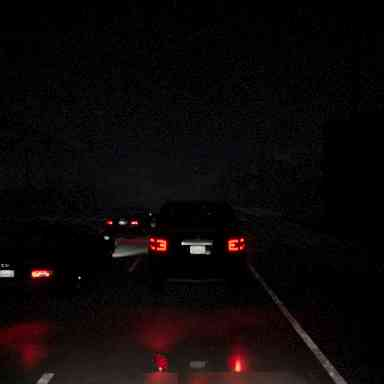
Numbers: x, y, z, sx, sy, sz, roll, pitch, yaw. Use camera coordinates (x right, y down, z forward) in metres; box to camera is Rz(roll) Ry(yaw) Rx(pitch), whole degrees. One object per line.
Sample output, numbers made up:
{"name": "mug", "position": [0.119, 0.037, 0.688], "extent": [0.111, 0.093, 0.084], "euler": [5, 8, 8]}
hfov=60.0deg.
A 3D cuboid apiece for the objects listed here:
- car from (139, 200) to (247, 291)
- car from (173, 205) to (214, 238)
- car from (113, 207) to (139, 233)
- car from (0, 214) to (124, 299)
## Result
{"name": "car", "position": [0.094, 1.219, 9.149], "extent": [2.150, 2.045, 5.566], "euler": [0, 0, 0]}
{"name": "car", "position": [0.090, 1.543, 19.080], "extent": [2.033, 1.411, 5.357], "euler": [0, 0, 0]}
{"name": "car", "position": [-3.413, 1.543, 18.680], "extent": [2.033, 1.411, 5.357], "euler": [0, 0, 0]}
{"name": "car", "position": [-3.411, 1.545, 8.608], "extent": [2.033, 1.411, 5.357], "euler": [0, 0, 0]}
